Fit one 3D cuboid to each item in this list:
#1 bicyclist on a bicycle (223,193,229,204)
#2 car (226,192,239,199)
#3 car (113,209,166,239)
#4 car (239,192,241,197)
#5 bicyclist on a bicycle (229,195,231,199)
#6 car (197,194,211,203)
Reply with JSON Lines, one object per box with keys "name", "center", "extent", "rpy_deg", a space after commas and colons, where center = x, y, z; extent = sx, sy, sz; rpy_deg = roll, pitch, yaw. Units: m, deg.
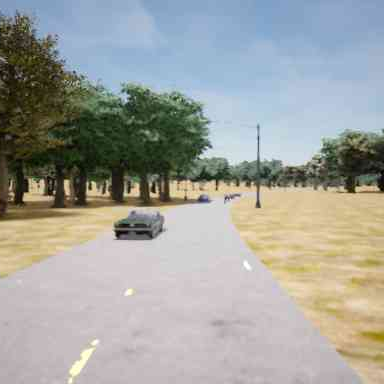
{"name": "bicyclist on a bicycle", "center": [5.420, 1.139, 54.837], "extent": [0.582, 1.620, 1.656], "rpy_deg": [1, 0, 9]}
{"name": "car", "center": [8.874, 0.914, 76.787], "extent": [2.128, 1.511, 4.902], "rpy_deg": [1, 1, 13]}
{"name": "car", "center": [-2.589, 1.559, 17.208], "extent": [1.895, 1.301, 4.718], "rpy_deg": [0, 0, 3]}
{"name": "car", "center": [12.270, 0.634, 90.556], "extent": [1.895, 1.301, 4.718], "rpy_deg": [1, 1, 16]}
{"name": "bicyclist on a bicycle", "center": [6.930, 1.029, 63.314], "extent": [0.866, 1.612, 1.509], "rpy_deg": [1, 1, 11]}
{"name": "car", "center": [2.190, 1.091, 58.933], "extent": [1.882, 1.535, 5.008], "rpy_deg": [1, 1, 10]}
